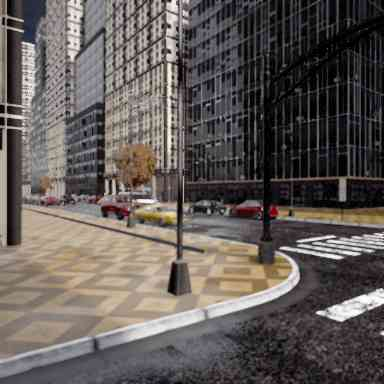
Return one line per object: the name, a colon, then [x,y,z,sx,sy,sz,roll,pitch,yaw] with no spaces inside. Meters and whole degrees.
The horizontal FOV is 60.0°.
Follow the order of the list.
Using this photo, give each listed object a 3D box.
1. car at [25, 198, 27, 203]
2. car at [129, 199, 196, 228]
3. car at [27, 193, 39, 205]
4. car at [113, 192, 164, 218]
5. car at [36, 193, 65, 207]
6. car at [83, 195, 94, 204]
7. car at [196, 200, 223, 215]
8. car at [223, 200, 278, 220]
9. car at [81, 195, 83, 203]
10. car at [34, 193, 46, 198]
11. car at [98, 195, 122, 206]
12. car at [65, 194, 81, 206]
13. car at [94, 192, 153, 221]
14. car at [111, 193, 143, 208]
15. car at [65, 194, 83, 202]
car: [-25.685,1.173,53.488,2.008,1.369,4.403,1,0,-37]
car: [-2.029,1.400,21.357,1.752,1.417,4.829,1,0,-37]
car: [-22.306,1.212,48.929,2.008,1.369,4.403,1,0,-37]
car: [-4.910,1.052,29.804,2.150,2.045,5.566,0,0,-37]
car: [-18.926,1.244,44.370,1.887,1.381,4.507,1,0,-37]
car: [-15.569,1.224,53.915,1.887,1.381,4.507,1,0,-37]
car: [1.405,1.410,31.182,2.008,1.369,4.403,1,0,-37]
car: [4.812,1.332,26.638,1.967,1.590,4.097,1,0,-37]
car: [-18.949,1.191,58.473,2.008,1.369,4.403,1,0,-37]
car: [-39.225,0.944,85.828,1.947,1.339,4.313,1,0,-37]
car: [-12.292,1.242,49.493,1.752,1.417,4.829,1,0,-37]
car: [-17.919,1.205,47.511,1.837,1.490,4.892,0,0,-36]
car: [-5.486,1.157,26.073,2.192,1.841,5.009,1,0,-37]
car: [-8.809,1.069,44.798,2.192,1.841,5.009,1,0,-37]
car: [-22.430,1.124,63.170,1.752,1.417,4.829,1,0,-37]
